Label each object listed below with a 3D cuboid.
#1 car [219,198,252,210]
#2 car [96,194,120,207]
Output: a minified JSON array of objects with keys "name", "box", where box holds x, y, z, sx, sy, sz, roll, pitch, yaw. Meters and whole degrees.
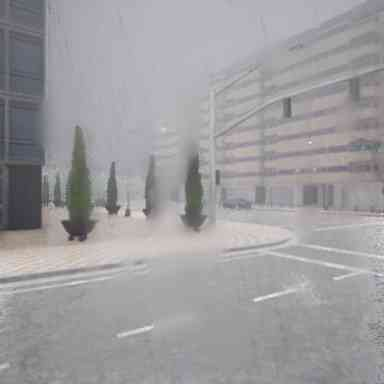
[{"name":"car","box":[5.468,1.532,42.702,1.837,1.490,4.892,0,0,-35]},{"name":"car","box":[-13.115,1.507,50.750,1.837,1.490,4.892,0,-1,-35]}]
